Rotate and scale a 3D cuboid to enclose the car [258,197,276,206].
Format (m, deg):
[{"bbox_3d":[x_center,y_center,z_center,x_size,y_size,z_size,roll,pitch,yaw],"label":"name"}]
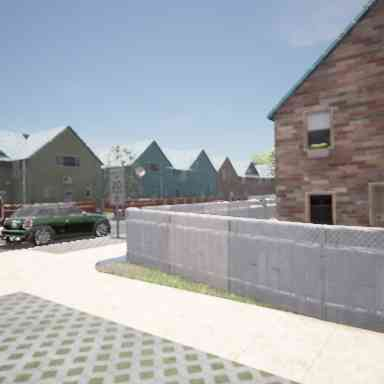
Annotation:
[{"bbox_3d":[7.844,1.268,33.490,1.837,1.490,4.892,-2,-1,36],"label":"car"}]

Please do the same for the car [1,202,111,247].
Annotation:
[{"bbox_3d":[-5.807,1.294,14.855,2.097,1.767,4.553,-2,-1,32],"label":"car"}]

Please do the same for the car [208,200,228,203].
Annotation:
[{"bbox_3d":[2.348,1.440,30.956,1.994,1.385,4.181,-2,-1,36],"label":"car"}]
